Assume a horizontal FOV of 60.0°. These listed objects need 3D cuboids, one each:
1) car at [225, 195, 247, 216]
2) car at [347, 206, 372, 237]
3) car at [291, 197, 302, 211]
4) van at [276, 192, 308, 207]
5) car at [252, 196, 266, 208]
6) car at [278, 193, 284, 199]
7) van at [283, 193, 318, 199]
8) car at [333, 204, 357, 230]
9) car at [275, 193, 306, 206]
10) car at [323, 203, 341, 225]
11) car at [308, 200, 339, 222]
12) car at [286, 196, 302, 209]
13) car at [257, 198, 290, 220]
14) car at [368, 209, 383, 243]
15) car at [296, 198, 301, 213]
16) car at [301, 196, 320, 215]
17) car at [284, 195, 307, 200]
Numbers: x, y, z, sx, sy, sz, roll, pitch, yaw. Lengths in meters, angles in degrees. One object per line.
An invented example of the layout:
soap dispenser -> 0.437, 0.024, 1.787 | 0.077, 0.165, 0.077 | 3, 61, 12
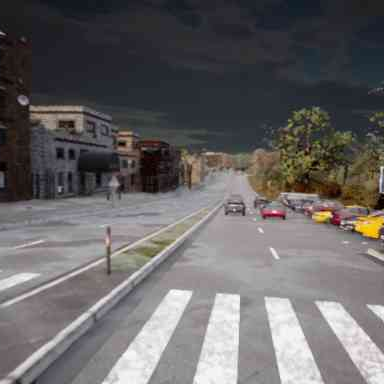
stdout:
car -> 4.154, 1.381, 31.844 | 2.128, 1.511, 4.902 | 2, 0, 8
car -> 10.876, 1.737, 16.541 | 5.008, 1.535, 2.097 | 2, 0, 8
car -> 13.499, 1.653, 35.644 | 4.674, 1.452, 2.002 | 2, 1, 8
van -> 15.637, 1.138, 52.033 | 4.442, 1.987, 1.878 | 2, 1, 8
car -> 9.111, 1.359, 43.958 | 1.837, 1.490, 4.892 | 2, 1, 8
car -> 14.986, 1.338, 46.690 | 4.553, 1.767, 2.185 | 2, 1, 8
van -> 14.743, 1.286, 43.810 | 4.442, 1.987, 1.878 | 2, 1, 8
car -> 11.261, 1.730, 19.267 | 4.892, 1.521, 2.231 | 2, 0, 8
car -> 16.154, 1.185, 54.742 | 4.553, 1.767, 2.185 | 2, 2, 8
car -> 11.656, 1.751, 21.990 | 4.792, 1.488, 2.163 | 2, 1, 8
car -> 11.819, 1.696, 24.753 | 5.366, 1.575, 1.946 | 2, 1, 8
car -> 13.842, 1.611, 38.381 | 4.792, 1.488, 2.163 | 2, 1, 8
car -> 7.049, 1.581, 29.249 | 1.994, 1.385, 4.181 | 2, 1, 8
car -> 10.501, 1.744, 13.812 | 4.892, 1.521, 2.231 | 2, 0, 8
car -> 13.120, 1.681, 32.917 | 4.674, 1.452, 2.002 | 2, 1, 8
car -> 12.722, 1.542, 30.183 | 4.553, 1.767, 2.185 | 2, 1, 8
car -> 14.275, 1.576, 41.100 | 4.792, 1.488, 2.163 | 2, 1, 8
